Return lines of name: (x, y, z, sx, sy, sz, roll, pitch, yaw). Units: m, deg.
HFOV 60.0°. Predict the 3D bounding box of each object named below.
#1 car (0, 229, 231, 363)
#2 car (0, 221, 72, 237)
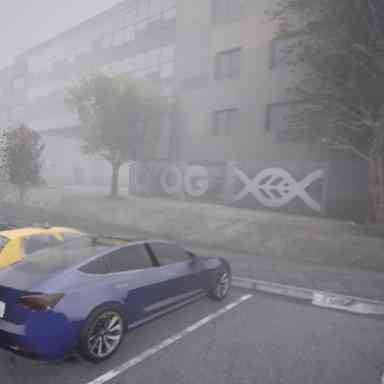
car: (-1.089, 1.505, 6.095, 2.163, 1.488, 4.792, 0, 0, 36)
car: (-3.272, 1.469, 7.845, 1.946, 1.575, 5.366, 0, 0, 36)
